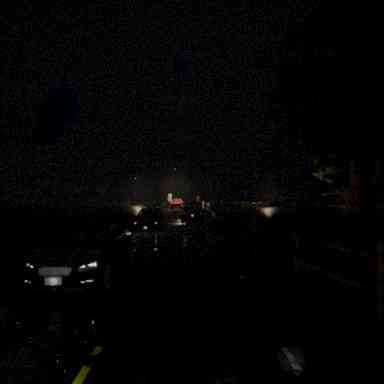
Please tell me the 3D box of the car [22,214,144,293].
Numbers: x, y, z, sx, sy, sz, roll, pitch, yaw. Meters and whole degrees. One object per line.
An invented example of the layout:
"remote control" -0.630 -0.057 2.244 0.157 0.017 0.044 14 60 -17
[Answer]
"car" -2.849 1.602 9.282 2.128 1.511 4.902 0 -1 0

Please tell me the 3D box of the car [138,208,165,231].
"car" -2.872 1.827 22.950 2.033 1.411 5.357 0 -1 -1

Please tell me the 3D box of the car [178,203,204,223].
"car" 0.070 1.934 29.396 1.994 1.385 4.181 0 -1 1

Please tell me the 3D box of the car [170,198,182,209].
"car" -2.823 2.184 62.178 2.150 2.045 5.566 0 -1 1

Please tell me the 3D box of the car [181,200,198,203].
"car" 0.071 1.920 41.951 2.097 1.767 4.553 0 -1 0
